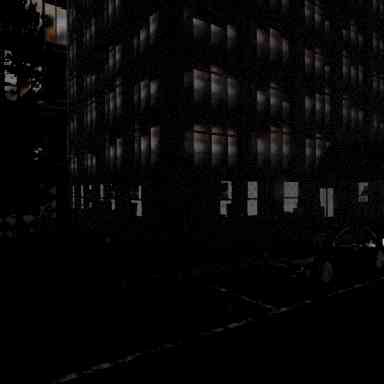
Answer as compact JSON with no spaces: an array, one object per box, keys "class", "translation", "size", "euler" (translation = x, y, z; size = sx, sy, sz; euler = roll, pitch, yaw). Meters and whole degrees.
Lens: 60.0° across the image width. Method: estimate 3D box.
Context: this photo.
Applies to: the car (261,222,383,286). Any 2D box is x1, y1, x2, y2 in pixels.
[{"class":"car","translation":[3.807,1.549,9.308],"size":[4.403,1.369,2.008],"euler":[0,-1,-36]}]
